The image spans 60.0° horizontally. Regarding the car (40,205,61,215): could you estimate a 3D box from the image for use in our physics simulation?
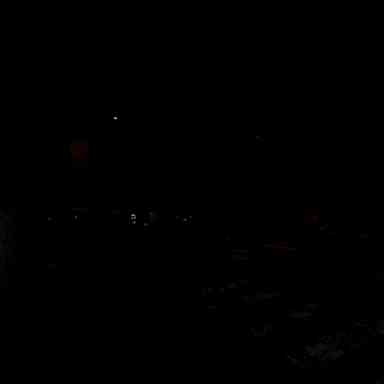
[{"bbox_3d":[-19.665,2.451,46.079,2.033,1.411,5.357,0,-1,-36],"label":"car"}]

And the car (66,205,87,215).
[{"bbox_3d":[-16.394,2.478,47.096,1.895,1.301,4.718,0,-1,-36],"label":"car"}]

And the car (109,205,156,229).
[{"bbox_3d":[-4.596,1.766,25.335,2.097,1.767,4.553,0,-1,-36],"label":"car"}]

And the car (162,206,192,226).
[{"bbox_3d":[-1.953,1.913,27.224,1.837,1.490,4.892,0,-1,-36],"label":"car"}]

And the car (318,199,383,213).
[{"bbox_3d":[7.821,1.303,13.818,2.150,2.045,5.566,-1,-1,-36],"label":"car"}]

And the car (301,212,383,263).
[{"bbox_3d":[5.960,1.588,10.878,1.837,1.490,4.892,-1,-1,-36],"label":"car"}]
